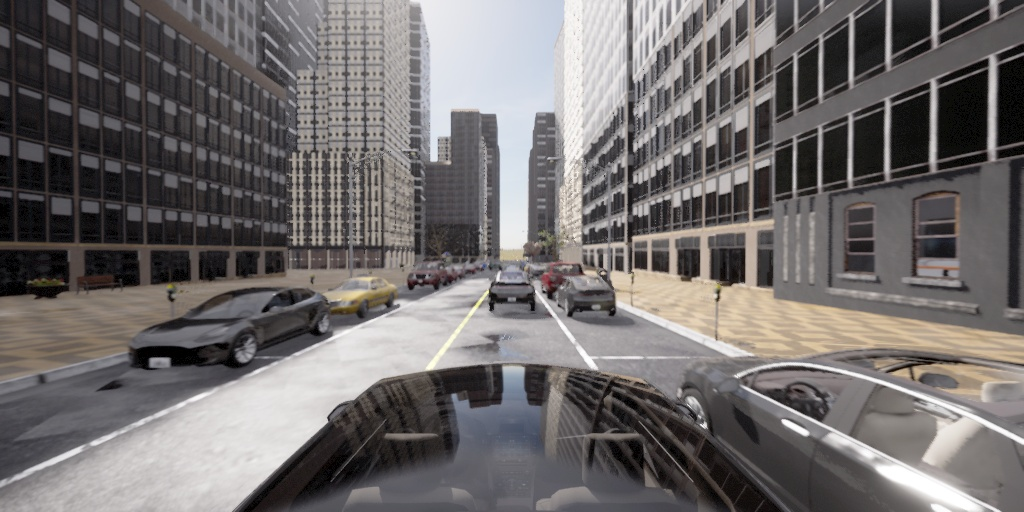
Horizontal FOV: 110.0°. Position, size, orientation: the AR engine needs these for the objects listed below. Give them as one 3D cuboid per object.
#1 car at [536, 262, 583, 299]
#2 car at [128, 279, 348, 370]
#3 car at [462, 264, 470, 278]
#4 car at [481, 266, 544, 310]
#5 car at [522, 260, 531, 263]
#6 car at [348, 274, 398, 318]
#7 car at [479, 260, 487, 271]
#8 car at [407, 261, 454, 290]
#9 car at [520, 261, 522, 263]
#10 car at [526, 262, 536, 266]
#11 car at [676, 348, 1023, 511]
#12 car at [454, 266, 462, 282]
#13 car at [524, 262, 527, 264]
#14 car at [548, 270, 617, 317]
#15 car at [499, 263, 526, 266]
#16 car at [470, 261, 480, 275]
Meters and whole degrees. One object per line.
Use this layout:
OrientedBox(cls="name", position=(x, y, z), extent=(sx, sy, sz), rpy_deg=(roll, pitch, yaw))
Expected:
OrientedBox(cls="car", position=(2.689, 1.230, 19.227), extent=(2.192, 1.841, 5.009), rpy_deg=(0, 0, 0))
OrientedBox(cls="car", position=(-5.691, 1.375, 7.977), extent=(1.948, 1.339, 4.313), rpy_deg=(0, 0, 0))
OrientedBox(cls="car", position=(-5.695, 1.658, 36.100), extent=(1.802, 1.307, 4.207), rpy_deg=(0, 0, 0))
OrientedBox(cls="car", position=(0.015, 1.371, 15.360), extent=(2.128, 1.511, 4.902), rpy_deg=(0, 0, 0))
OrientedBox(cls="car", position=(2.685, 1.765, 53.146), extent=(1.751, 1.417, 4.829), rpy_deg=(0, 0, 0))
OrientedBox(cls="car", position=(-5.691, 1.387, 13.431), extent=(1.751, 1.417, 4.829), rpy_deg=(0, 0, 0))
OrientedBox(cls="car", position=(-5.698, 1.733, 58.599), extent=(1.967, 1.591, 4.097), rpy_deg=(0, 0, 0))
OrientedBox(cls="car", position=(-5.693, 1.283, 24.851), extent=(2.192, 1.841, 5.009), rpy_deg=(0, 0, 0))
OrientedBox(cls="car", position=(2.684, 1.859, 58.601), extent=(1.948, 1.339, 4.313), rpy_deg=(0, 0, 0))
OrientedBox(cls="car", position=(2.687, 1.627, 36.101), extent=(2.007, 1.370, 4.403), rpy_deg=(0, 0, 0))
OrientedBox(cls="car", position=(2.691, 1.307, 2.353), extent=(2.007, 1.370, 4.403), rpy_deg=(0, 0, 0))
OrientedBox(cls="car", position=(-5.694, 1.568, 30.476), extent=(1.888, 1.381, 4.507), rpy_deg=(0, 0, 0))
OrientedBox(cls="car", position=(2.686, 1.676, 41.726), extent=(1.888, 1.381, 4.507), rpy_deg=(0, 0, 0))
OrientedBox(cls="car", position=(2.690, 1.413, 13.602), extent=(2.007, 1.370, 4.403), rpy_deg=(0, 0, 0))
OrientedBox(cls="car", position=(0.016, 1.550, 30.750), extent=(1.812, 1.442, 4.674), rpy_deg=(0, 0, 0))
OrientedBox(cls="car", position=(-5.696, 1.730, 47.350), extent=(1.888, 1.381, 4.507), rpy_deg=(0, 0, 0))
